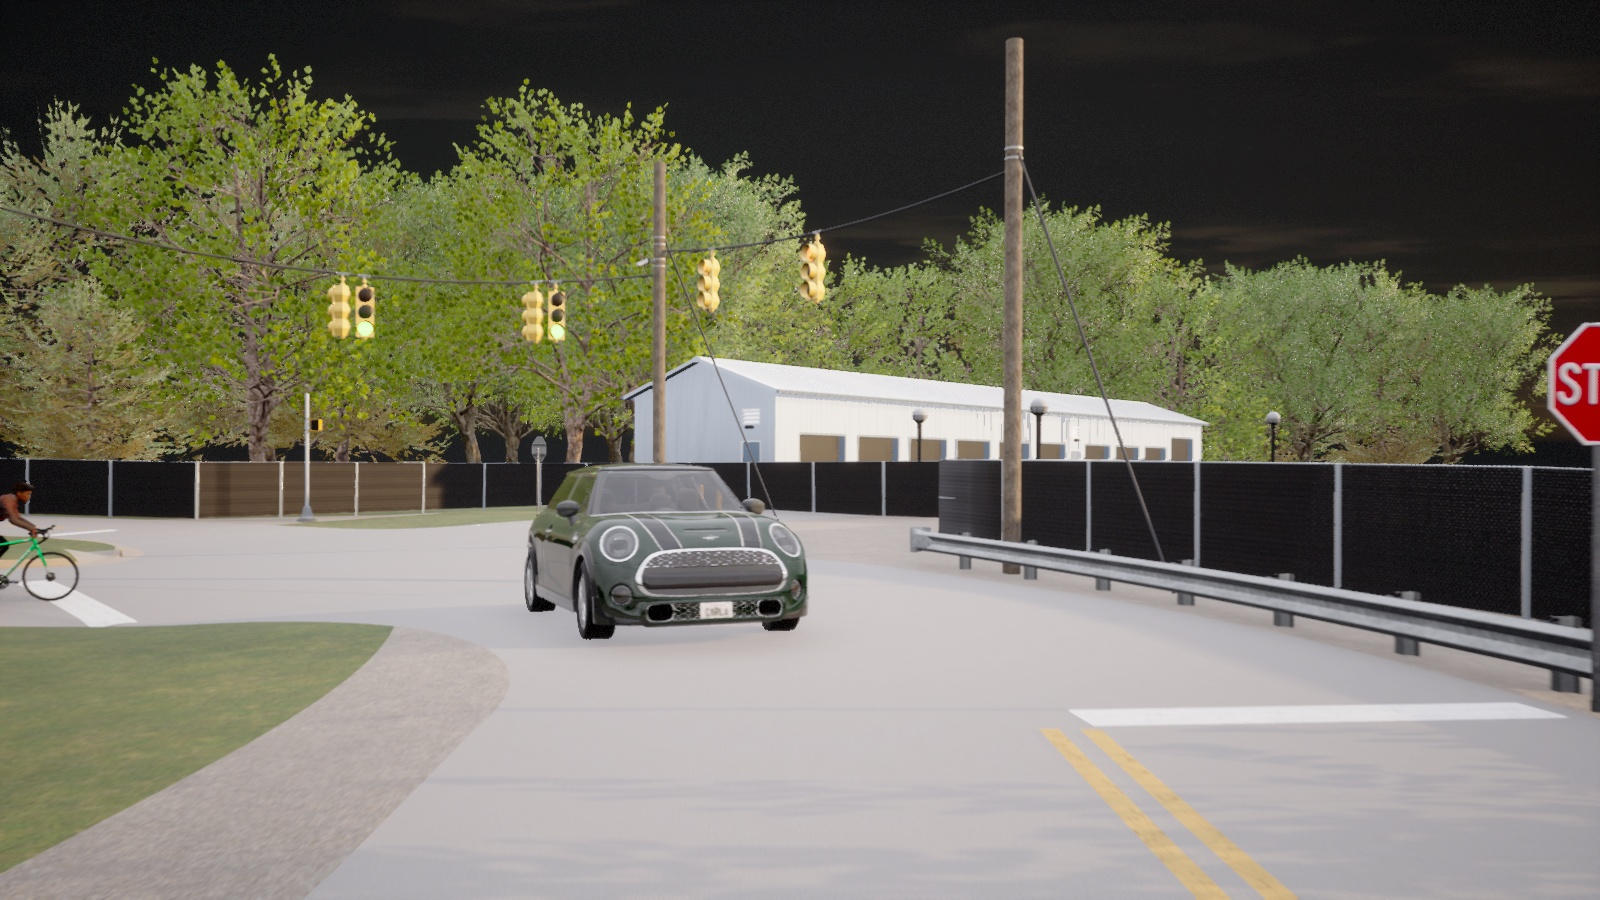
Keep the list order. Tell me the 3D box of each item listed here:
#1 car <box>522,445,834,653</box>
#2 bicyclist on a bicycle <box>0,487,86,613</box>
[{"bbox_3d":[-1.504,0.926,13.196,2.097,1.767,4.553,0,-2,-21],"label":"car"},{"bbox_3d":[-10.594,1.341,16.903,1.656,1.620,0.582,0,1,-25],"label":"bicyclist on a bicycle"}]
